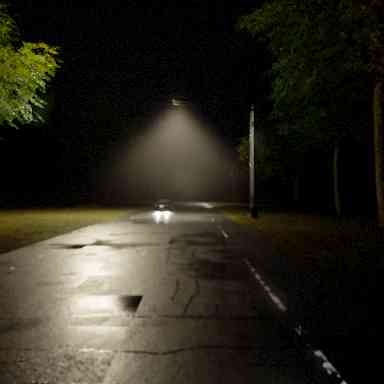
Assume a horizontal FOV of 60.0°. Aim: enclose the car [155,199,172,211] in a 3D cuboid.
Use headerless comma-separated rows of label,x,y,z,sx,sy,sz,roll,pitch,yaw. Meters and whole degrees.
car,-3.591,1.586,42.084,2.128,1.511,4.902,0,-1,0
